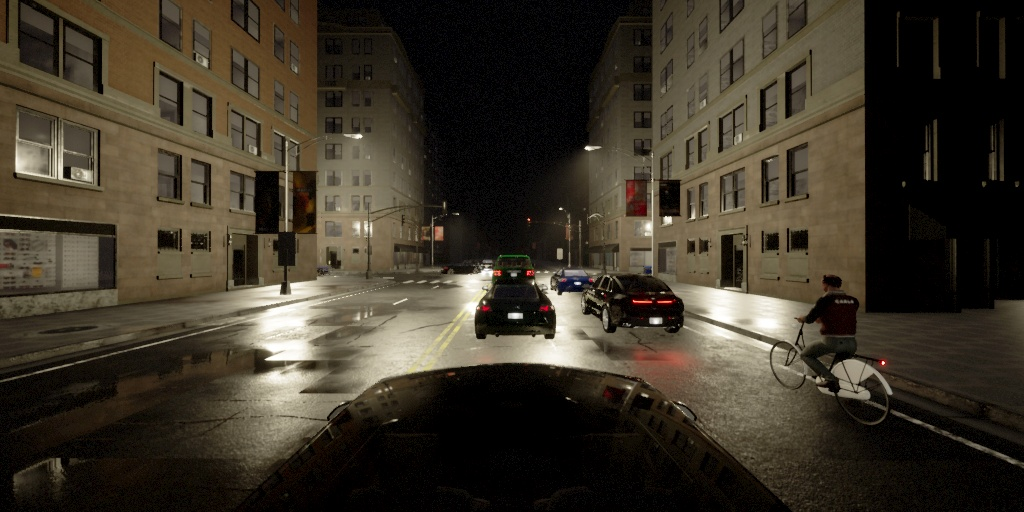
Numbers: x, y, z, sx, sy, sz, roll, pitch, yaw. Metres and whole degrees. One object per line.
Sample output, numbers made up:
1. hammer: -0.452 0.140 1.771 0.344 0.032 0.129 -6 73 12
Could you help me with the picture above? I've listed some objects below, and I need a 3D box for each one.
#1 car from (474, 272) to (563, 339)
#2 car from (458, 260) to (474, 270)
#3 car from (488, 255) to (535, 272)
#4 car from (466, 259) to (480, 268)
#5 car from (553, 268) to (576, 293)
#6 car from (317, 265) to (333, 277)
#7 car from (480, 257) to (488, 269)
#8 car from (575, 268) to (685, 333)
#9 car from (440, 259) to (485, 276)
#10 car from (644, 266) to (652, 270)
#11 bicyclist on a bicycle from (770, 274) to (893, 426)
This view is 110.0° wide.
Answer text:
1. car: 0.088 1.315 10.061 1.994 1.385 4.181 0 0 0
2. car: -6.638 1.294 52.282 1.812 1.442 4.674 0 0 0
3. car: 0.082 0.975 19.474 2.150 2.045 5.566 0 0 0
4. car: -6.633 1.275 61.293 1.837 1.490 4.892 0 0 0
5. car: 3.231 1.318 19.624 1.994 1.385 4.181 0 0 0
6. car: -19.905 1.260 34.804 4.674 1.442 1.812 0 0 0
7. car: -3.390 1.259 51.026 2.128 1.511 4.902 0 0 0
8. car: 3.337 1.256 10.728 1.837 1.490 4.892 0 0 0
9. car: -5.360 1.327 37.406 4.181 1.385 1.994 0 0 -29
10. car: 16.368 1.290 37.617 5.008 1.535 1.882 0 0 0
11. bicyclist on a bicycle: 4.140 1.121 4.847 0.659 1.776 1.843 0 0 0
